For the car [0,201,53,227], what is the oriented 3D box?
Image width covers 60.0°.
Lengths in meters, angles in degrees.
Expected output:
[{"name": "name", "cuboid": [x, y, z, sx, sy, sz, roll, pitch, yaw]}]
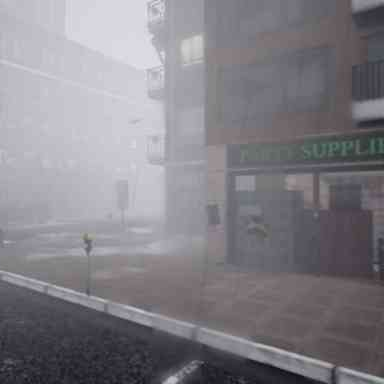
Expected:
[{"name": "car", "cuboid": [-13.263, 1.596, 25.578, 2.192, 1.841, 5.009, -1, -2, 35]}]
